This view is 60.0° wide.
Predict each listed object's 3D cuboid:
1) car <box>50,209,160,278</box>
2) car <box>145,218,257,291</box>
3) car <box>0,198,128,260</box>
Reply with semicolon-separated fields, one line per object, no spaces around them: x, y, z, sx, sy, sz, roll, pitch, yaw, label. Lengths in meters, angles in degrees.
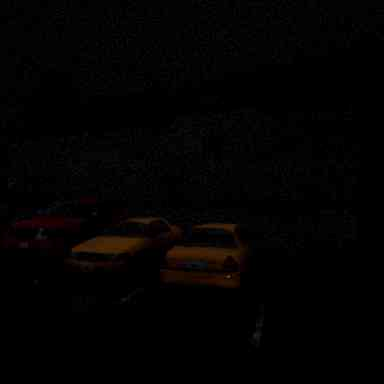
-1.791;1.488;10.548;1.946;1.575;5.366;0;-1;16;car
0.744;1.489;9.166;1.946;1.575;5.366;0;-1;16;car
-4.186;1.250;12.446;2.435;2.045;5.566;0;-1;15;car
